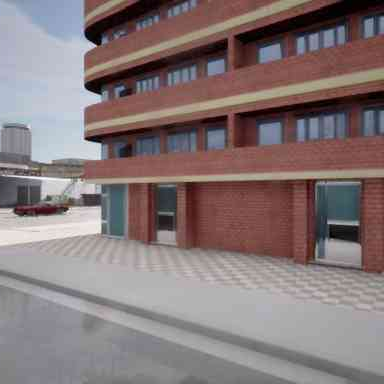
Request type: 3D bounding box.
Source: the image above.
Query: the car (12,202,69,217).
[{"bbox_3d":[-14.084,1.601,31.082,1.895,1.301,4.718,0,0,34],"label":"car"}]
